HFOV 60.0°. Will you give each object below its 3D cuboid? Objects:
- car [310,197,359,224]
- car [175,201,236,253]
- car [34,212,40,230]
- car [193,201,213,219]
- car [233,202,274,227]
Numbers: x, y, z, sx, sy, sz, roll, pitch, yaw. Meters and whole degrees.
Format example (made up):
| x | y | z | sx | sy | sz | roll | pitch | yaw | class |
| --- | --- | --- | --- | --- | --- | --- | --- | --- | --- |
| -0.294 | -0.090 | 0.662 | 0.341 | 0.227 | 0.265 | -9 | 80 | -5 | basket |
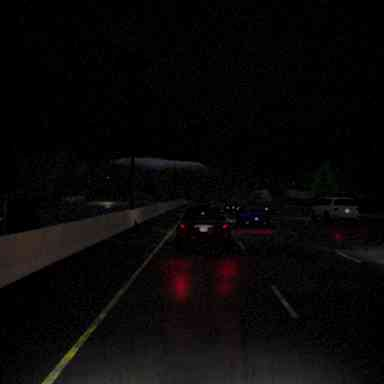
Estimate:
| x | y | z | sx | sy | sz | roll | pitch | yaw | class |
| --- | --- | --- | --- | --- | --- | --- | --- | --- | --- |
| 11.396 | 1.459 | 26.916 | 2.150 | 2.045 | 5.566 | 0 | -1 | 2 | car |
| 0.489 | 1.396 | 14.158 | 2.097 | 1.767 | 4.553 | 0 | 0 | 2 | car |
| -10.091 | 1.342 | 17.906 | 2.097 | 1.767 | 4.553 | 0 | 0 | 2 | car |
| 1.069 | 1.715 | 32.707 | 1.837 | 1.490 | 4.892 | 0 | -1 | 2 | car |
| 4.304 | 1.635 | 24.198 | 1.882 | 1.535 | 5.008 | 0 | -1 | 2 | car |
